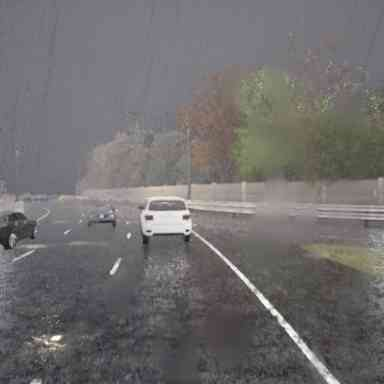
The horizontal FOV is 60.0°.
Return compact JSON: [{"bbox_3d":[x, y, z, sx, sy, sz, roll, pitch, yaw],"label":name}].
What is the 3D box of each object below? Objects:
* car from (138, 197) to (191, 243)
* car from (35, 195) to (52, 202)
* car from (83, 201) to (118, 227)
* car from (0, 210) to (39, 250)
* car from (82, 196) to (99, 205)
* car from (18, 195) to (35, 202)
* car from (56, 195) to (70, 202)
[{"bbox_3d":[-1.435,1.241,16.448,2.150,2.045,5.566,0,0,-10],"label":"car"},{"bbox_3d":[-34.173,1.369,75.185,4.553,1.767,2.097,0,0,44],"label":"car"},{"bbox_3d":[-6.254,1.592,23.400,2.033,1.411,5.357,0,0,-13],"label":"car"},{"bbox_3d":[-8.250,1.550,14.528,1.837,1.490,4.892,0,0,-8],"label":"car"},{"bbox_3d":[-18.572,1.477,60.807,2.097,1.767,4.553,0,0,-32],"label":"car"},{"bbox_3d":[-36.731,1.522,72.794,4.892,1.490,1.837,0,0,44],"label":"car"},{"bbox_3d":[-29.755,1.476,77.390,1.882,1.535,5.008,0,0,-31],"label":"car"}]
